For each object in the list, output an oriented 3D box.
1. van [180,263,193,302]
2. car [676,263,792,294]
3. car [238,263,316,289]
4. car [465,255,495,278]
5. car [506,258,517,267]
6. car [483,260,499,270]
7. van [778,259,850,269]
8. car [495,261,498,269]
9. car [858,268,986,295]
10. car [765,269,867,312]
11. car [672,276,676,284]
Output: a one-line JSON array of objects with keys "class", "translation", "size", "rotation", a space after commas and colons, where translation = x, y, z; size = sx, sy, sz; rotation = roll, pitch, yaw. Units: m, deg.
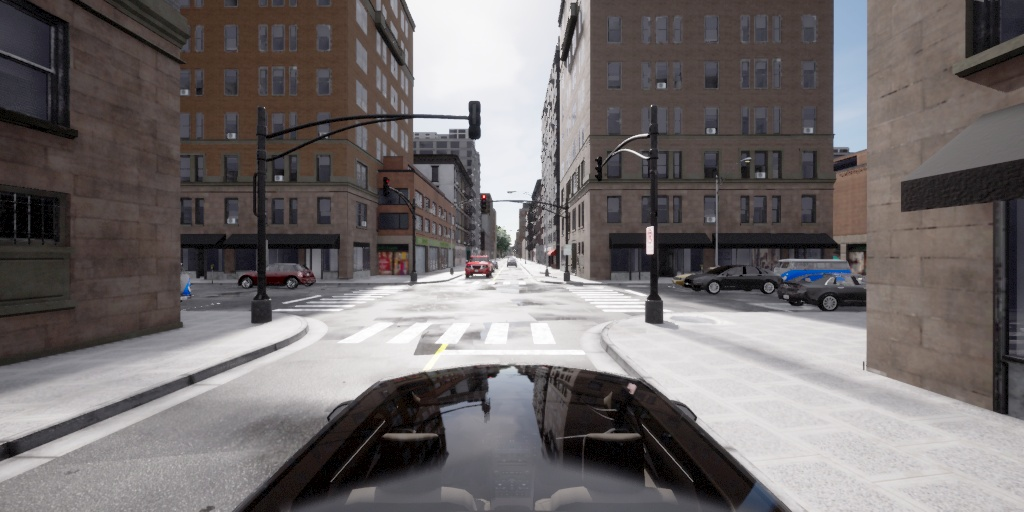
[{"class": "van", "translation": [-14.678, 1.089, 13.761], "size": [3.998, 1.789, 1.690], "rotation": [0, 0, 1]}, {"class": "car", "translation": [11.921, 1.248, 19.465], "size": [4.892, 1.490, 1.837], "rotation": [0, 0, -1]}, {"class": "car", "translation": [-14.611, 1.172, 22.287], "size": [4.097, 1.591, 1.967], "rotation": [0, 0, 1]}, {"class": "car", "translation": [-3.111, 0.962, 34.225], "size": [2.150, 2.045, 5.566], "rotation": [0, 0, 0]}, {"class": "car", "translation": [-0.026, 1.260, 63.766], "size": [2.033, 1.411, 5.357], "rotation": [0, 0, 0]}, {"class": "car", "translation": [-3.106, 1.288, 54.056], "size": [1.994, 1.385, 4.181], "rotation": [0, 0, 1]}, {"class": "van", "translation": [18.253, 1.080, 21.959], "size": [3.998, 1.789, 1.690], "rotation": [0, 0, 1]}, {"class": "car", "translation": [-3.117, 1.259, 44.062], "size": [1.812, 1.442, 4.674], "rotation": [0, 0, 0]}, {"class": "car", "translation": [21.955, 1.346, 19.352], "size": [4.718, 1.301, 1.895], "rotation": [0, 0, 1]}, {"class": "car", "translation": [12.516, 1.305, 13.490], "size": [4.403, 1.370, 2.007], "rotation": [0, 0, 1]}, {"class": "car", "translation": [12.413, 1.264, 22.017], "size": [4.829, 1.417, 1.751], "rotation": [0, 0, 1]}]
